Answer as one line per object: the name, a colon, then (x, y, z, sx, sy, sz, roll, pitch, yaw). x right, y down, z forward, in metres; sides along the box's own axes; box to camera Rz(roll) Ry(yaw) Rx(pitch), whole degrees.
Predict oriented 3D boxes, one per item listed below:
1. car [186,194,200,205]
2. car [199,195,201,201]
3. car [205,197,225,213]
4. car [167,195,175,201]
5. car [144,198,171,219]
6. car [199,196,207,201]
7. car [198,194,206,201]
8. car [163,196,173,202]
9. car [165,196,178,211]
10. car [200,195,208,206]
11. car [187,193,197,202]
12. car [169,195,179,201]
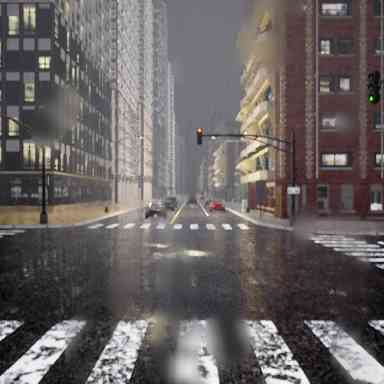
car: (0.019, 1.525, 59.808, 1.812, 1.442, 4.674, 0, 0, 0)
car: (2.709, 1.549, 55.775, 2.008, 1.369, 4.403, 0, 0, 0)
car: (2.754, 1.576, 37.209, 1.802, 1.307, 4.206, 0, 0, 0)
car: (-5.662, 1.560, 89.669, 1.887, 1.381, 4.507, 0, 0, 0)
car: (-3.109, 1.541, 29.478, 2.033, 1.411, 5.357, 0, 0, -4)
car: (2.716, 1.593, 84.018, 1.802, 1.307, 4.206, 0, 0, 0)
car: (2.718, 1.455, 89.666, 1.967, 1.590, 4.097, 0, 0, 0)
car: (-5.665, 1.558, 78.371, 2.008, 1.369, 4.403, 0, 0, 0)
car: (-3.070, 1.558, 39.497, 1.994, 1.385, 4.181, 0, 0, 1)
car: (2.707, 1.547, 50.126, 2.008, 1.369, 4.403, 0, 0, 0)
car: (0.023, 1.190, 69.781, 2.097, 1.767, 4.553, 0, 0, 0)
car: (-3.038, 1.501, 49.912, 1.837, 1.490, 4.892, 0, 0, 0)
